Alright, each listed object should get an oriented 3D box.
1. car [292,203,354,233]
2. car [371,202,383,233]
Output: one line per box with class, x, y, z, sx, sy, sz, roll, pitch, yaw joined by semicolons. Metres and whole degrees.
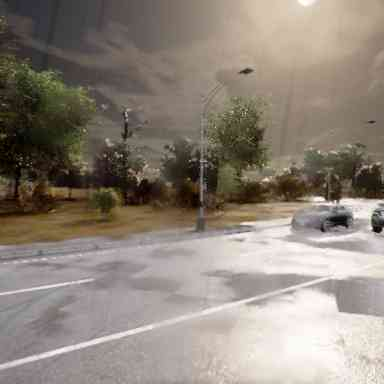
car;7.544;1.384;18.980;4.902;1.511;2.128;-1;1;-43
car;11.548;1.100;17.864;5.566;2.045;2.150;-1;1;-44
